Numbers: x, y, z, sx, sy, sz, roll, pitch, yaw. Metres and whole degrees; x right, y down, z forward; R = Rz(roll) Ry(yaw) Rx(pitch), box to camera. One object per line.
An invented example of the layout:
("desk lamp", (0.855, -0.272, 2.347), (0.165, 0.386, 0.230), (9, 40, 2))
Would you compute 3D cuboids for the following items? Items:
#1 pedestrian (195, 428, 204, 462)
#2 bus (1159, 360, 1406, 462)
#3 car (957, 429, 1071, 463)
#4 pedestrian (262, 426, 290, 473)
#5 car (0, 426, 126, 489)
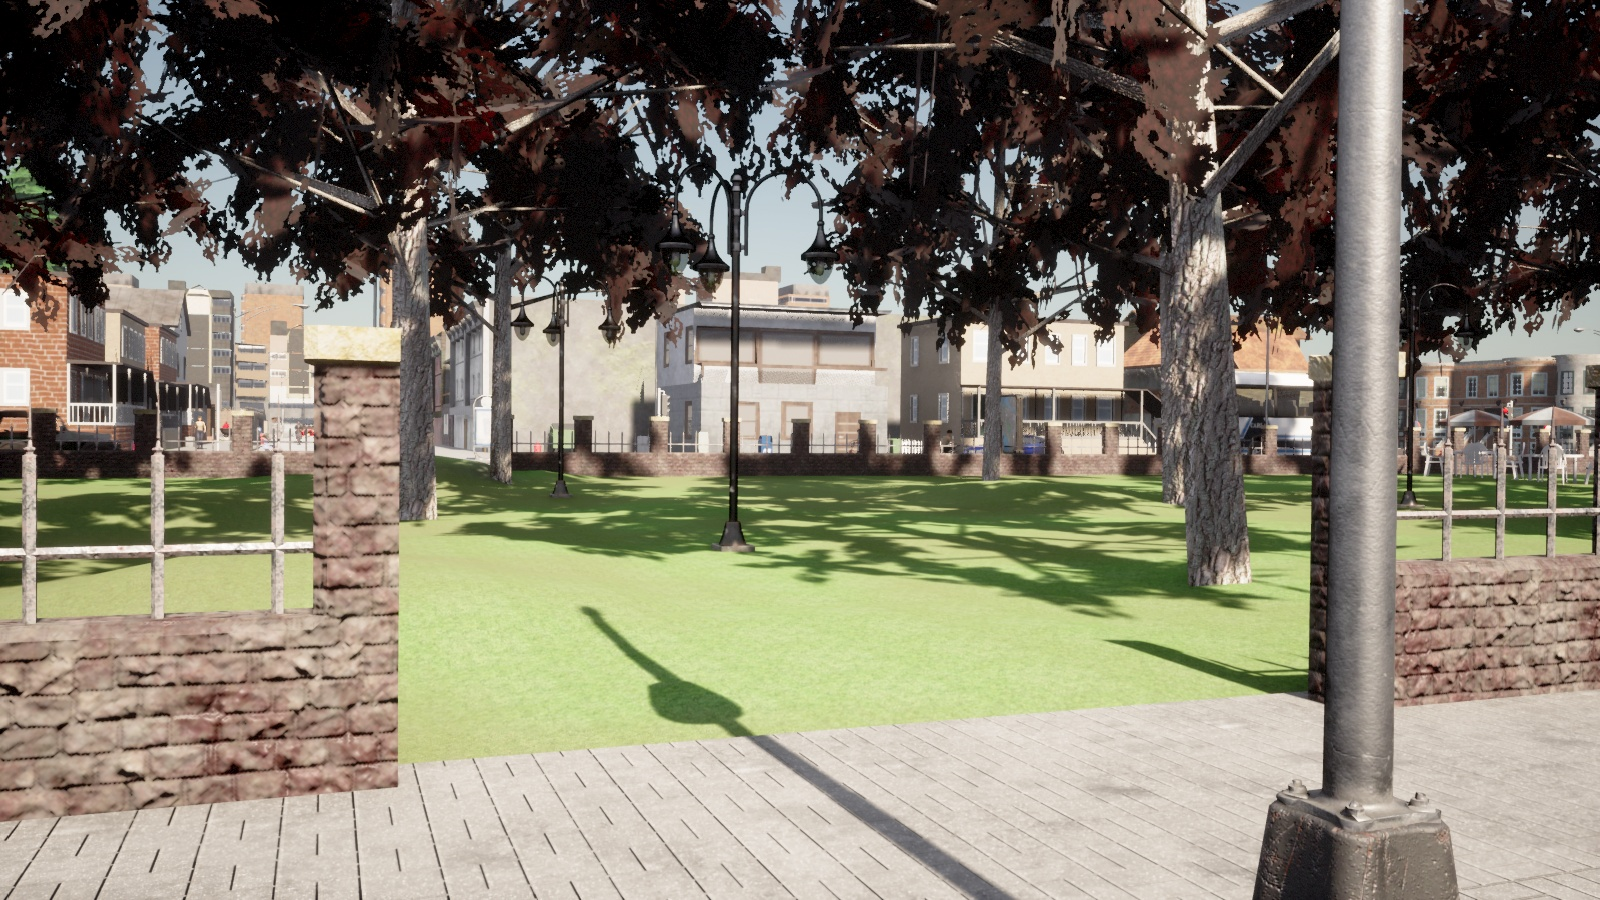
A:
("pedestrian", (-32.710, -0.252, 68.421), (0.345, 1.836, 0.594), (-1, 1, -21))
("bus", (21.545, -1.724, 56.104), (10.273, 4.253, 3.944), (-1, 1, -21))
("car", (9.514, -0.187, 55.832), (4.674, 1.442, 1.812), (-1, 1, -21))
("pedestrian", (-22.263, -0.039, 53.318), (0.873, 1.952, 0.659), (-2, 1, -45))
("car", (-23.497, 0.204, 39.559), (3.866, 1.878, 1.905), (-1, 1, -31))
